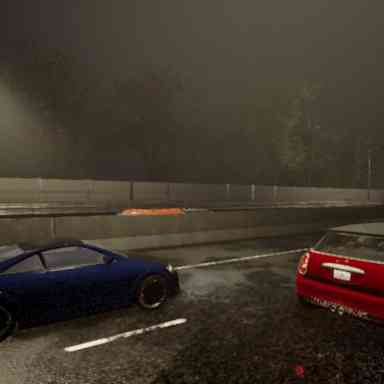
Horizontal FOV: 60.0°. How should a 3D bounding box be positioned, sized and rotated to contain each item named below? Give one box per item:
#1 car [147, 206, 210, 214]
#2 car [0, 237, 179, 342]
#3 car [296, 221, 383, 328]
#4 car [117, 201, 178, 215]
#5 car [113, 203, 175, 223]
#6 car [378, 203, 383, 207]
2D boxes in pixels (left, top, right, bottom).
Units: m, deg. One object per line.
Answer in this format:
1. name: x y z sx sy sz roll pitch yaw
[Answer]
1. car: -0.149 1.716 21.083 4.718 1.301 1.895 1 0 -35
2. car: -2.319 1.580 6.391 4.181 1.385 1.994 1 0 -35
3. car: 4.219 1.421 6.757 4.553 1.767 2.097 1 0 -35
4. car: -2.820 1.460 23.474 4.553 1.767 2.097 1 0 -35
5. car: -3.816 1.646 27.078 4.674 1.442 1.812 1 0 -35
6. car: 30.989 2.064 51.809 5.008 1.535 1.882 1 0 -35
